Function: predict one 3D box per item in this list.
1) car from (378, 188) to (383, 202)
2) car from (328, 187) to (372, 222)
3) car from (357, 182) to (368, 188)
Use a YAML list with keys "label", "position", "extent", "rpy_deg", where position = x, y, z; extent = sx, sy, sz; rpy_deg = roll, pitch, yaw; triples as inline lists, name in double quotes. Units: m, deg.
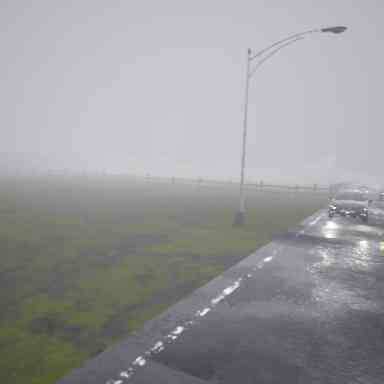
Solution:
- label: "car"
  position: [20.095, 0.248, 33.855]
  extent: [1.812, 1.442, 4.674]
  rpy_deg: [5, 4, 28]
- label: "car"
  position: [8.870, 0.690, 18.657]
  extent: [1.837, 1.490, 4.892]
  rpy_deg: [4, 4, 28]
- label: "car"
  position: [32.046, -1.084, 62.440]
  extent: [1.882, 1.535, 5.008]
  rpy_deg: [4, 4, 28]
